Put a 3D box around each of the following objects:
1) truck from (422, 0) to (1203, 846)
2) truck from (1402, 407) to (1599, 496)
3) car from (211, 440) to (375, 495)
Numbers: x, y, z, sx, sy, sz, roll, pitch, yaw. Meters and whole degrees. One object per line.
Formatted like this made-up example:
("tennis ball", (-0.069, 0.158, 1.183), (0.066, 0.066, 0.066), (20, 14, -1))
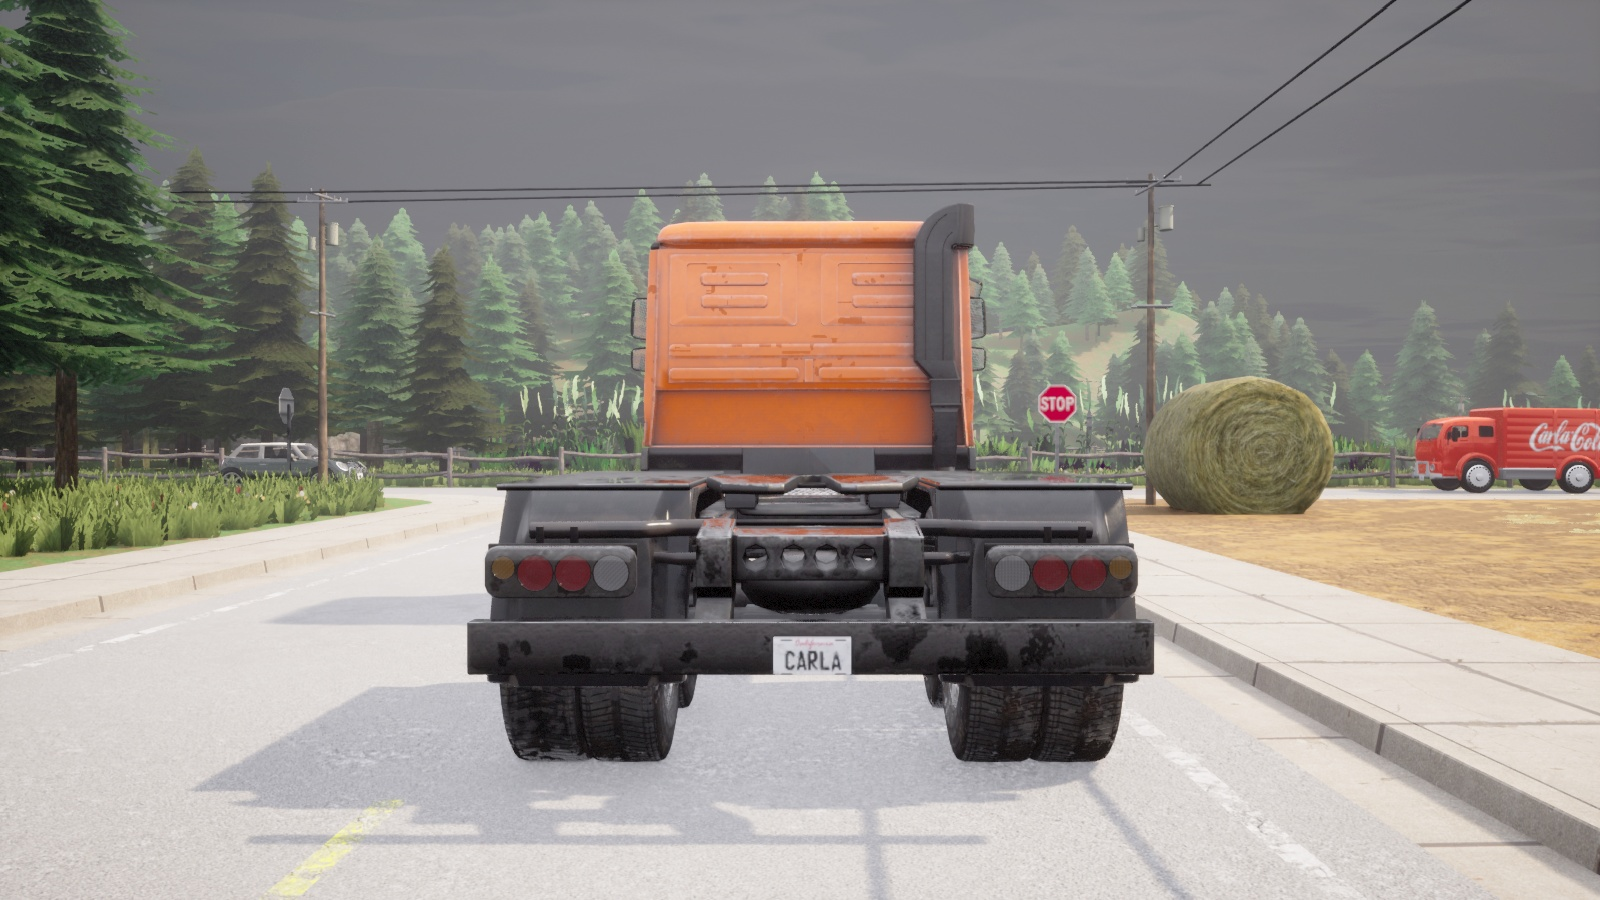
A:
("truck", (0.063, -0.284, 8.625), (2.891, 3.462, 7.936), (0, 0, 0))
("truck", (20.892, 0.043, 36.824), (5.204, 2.467, 2.627), (1, 0, 3))
("car", (-14.161, 0.467, 35.216), (3.806, 1.475, 1.970), (0, 0, 3))
